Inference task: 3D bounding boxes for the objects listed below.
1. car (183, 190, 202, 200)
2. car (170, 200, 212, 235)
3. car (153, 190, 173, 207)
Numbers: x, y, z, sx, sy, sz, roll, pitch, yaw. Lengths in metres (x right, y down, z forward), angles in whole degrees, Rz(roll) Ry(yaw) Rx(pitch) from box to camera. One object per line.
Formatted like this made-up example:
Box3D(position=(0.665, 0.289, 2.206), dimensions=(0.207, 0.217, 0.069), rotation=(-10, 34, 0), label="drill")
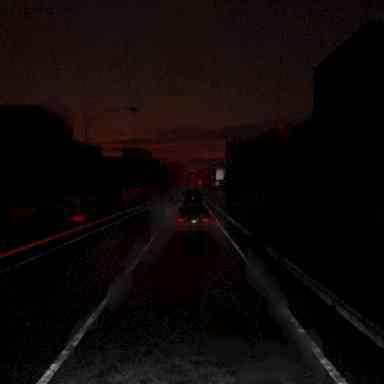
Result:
Box3D(position=(0.088, 0.775, 40.623), dimensions=(2.150, 2.045, 5.566), rotation=(0, 1, 0), label="car")
Box3D(position=(0.101, 1.423, 18.079), dimensions=(2.033, 1.411, 5.357), rotation=(0, 1, 0), label="car")
Box3D(position=(-3.576, 0.757, 41.975), dimensions=(2.150, 2.045, 5.566), rotation=(0, 0, 0), label="car")
